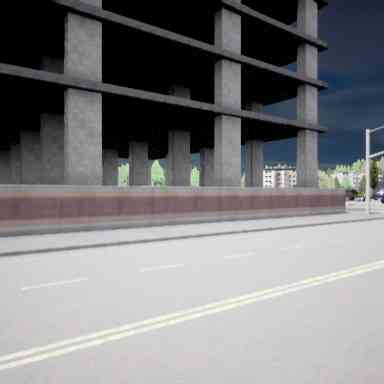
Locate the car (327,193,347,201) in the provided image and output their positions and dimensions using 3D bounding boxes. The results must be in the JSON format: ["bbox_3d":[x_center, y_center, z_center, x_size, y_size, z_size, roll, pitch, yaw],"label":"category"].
[{"bbox_3d":[32.203,1.114,73.651,4.605,1.855,1.932,0,0,-35],"label":"car"}]

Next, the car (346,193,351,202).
[{"bbox_3d":[33.795,1.325,71.490,3.905,1.438,1.784,0,0,-35],"label":"car"}]

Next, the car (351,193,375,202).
[{"bbox_3d":[35.467,1.357,69.127,3.806,1.475,1.970,0,0,-35],"label":"car"}]
